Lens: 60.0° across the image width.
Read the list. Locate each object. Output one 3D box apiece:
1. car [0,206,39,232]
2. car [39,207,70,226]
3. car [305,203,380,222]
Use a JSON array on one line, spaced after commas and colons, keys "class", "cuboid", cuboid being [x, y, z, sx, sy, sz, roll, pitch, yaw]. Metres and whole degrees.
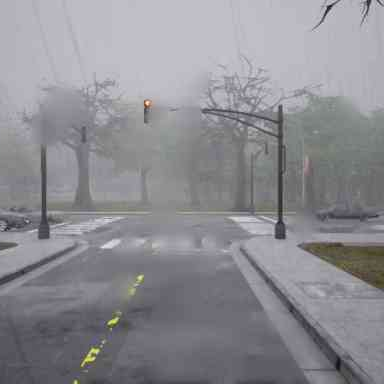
[{"class": "car", "cuboid": [-12.076, 1.500, 19.618, 4.892, 1.490, 1.837, 0, 0, 1]}, {"class": "car", "cuboid": [-10.987, 1.592, 22.885, 4.718, 1.301, 1.895, 0, 0, 0]}, {"class": "car", "cuboid": [11.824, 1.563, 26.330, 5.357, 1.411, 2.033, 0, 0, 0]}]
